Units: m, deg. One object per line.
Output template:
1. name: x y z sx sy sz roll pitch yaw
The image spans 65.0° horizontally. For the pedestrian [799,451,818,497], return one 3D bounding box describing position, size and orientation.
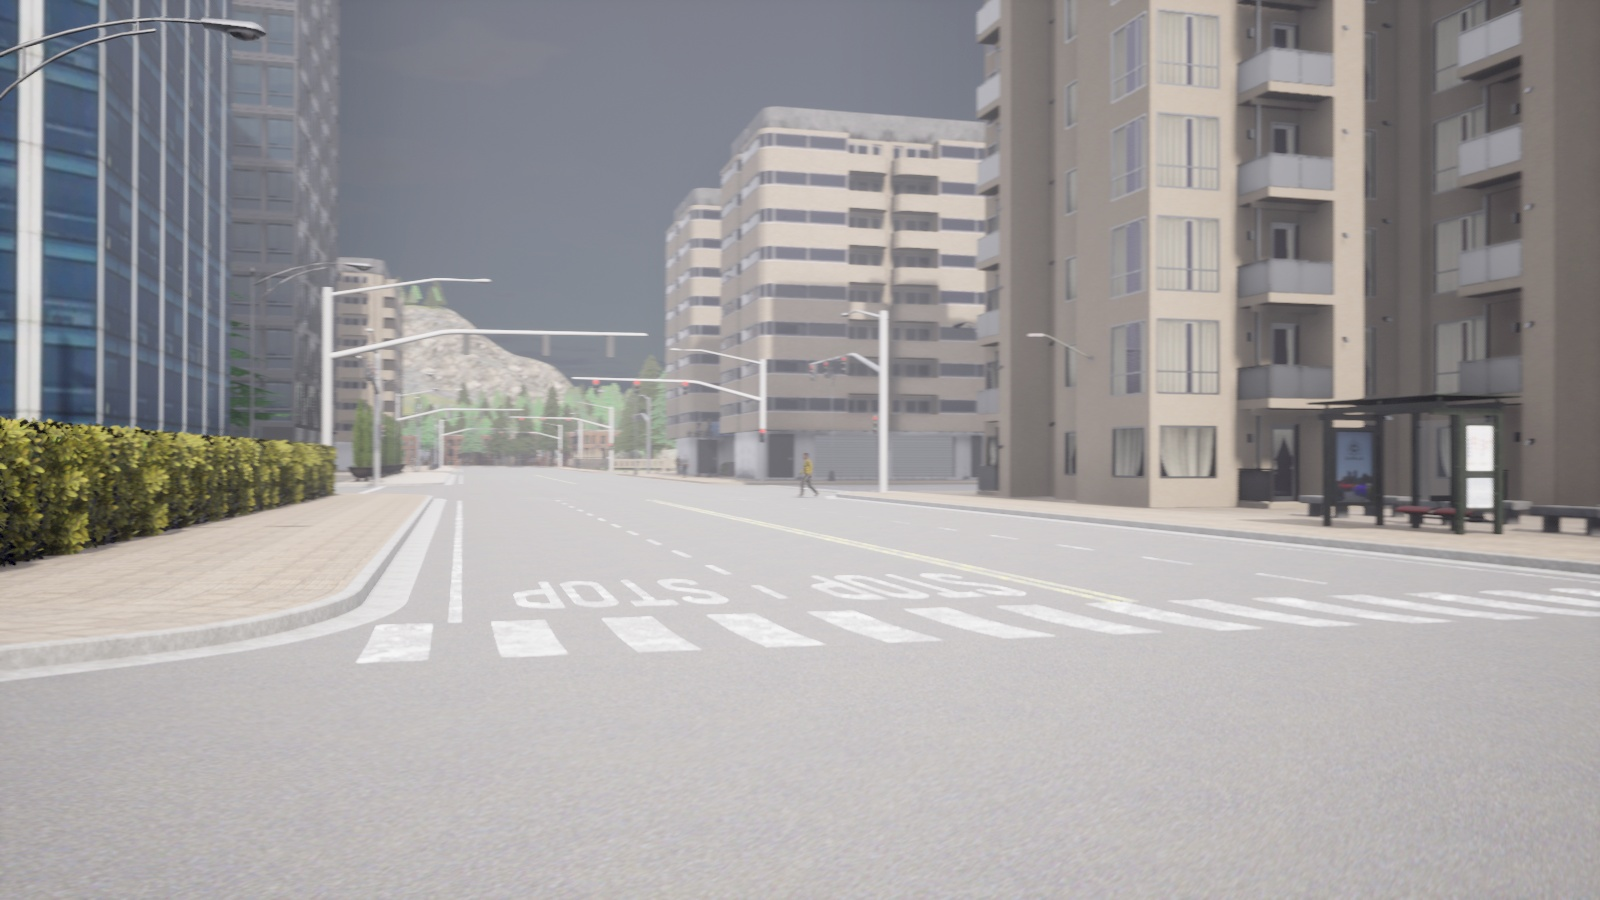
1. pedestrian: 0.337 0.956 50.120 0.709 1.840 0.431 0 0 -8
